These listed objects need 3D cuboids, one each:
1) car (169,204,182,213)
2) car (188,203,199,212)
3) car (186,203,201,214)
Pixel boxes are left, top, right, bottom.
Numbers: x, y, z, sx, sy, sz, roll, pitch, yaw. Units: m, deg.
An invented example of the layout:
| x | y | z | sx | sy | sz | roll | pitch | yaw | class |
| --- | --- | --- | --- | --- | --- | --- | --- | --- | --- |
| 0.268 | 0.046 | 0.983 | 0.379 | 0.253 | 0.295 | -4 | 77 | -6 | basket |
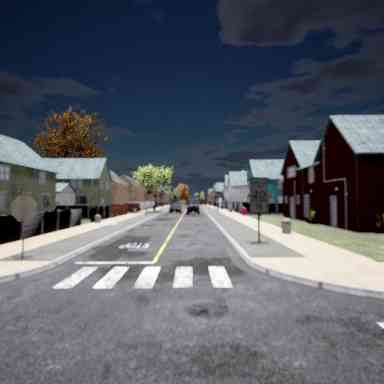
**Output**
| x | y | z | sx | sy | sz | roll | pitch | yaw | class |
| --- | --- | --- | --- | --- | --- | --- | --- | --- | --- |
| -2.556 | 2.536 | 51.857 | 2.033 | 1.411 | 5.357 | 0 | -1 | 0 | car |
| 0.216 | 2.624 | 57.679 | 1.812 | 1.442 | 4.674 | 0 | -1 | 0 | car |
| 0.174 | 2.380 | 47.262 | 1.837 | 1.490 | 4.892 | 0 | -1 | 0 | car |
